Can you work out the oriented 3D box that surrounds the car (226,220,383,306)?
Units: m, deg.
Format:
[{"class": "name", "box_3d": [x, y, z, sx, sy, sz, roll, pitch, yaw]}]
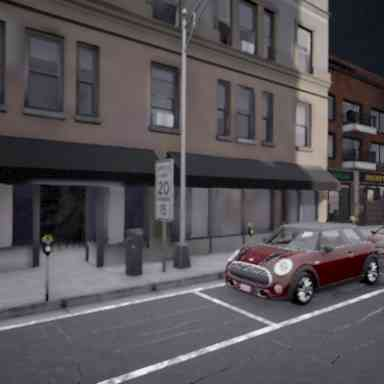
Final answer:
[{"class": "car", "box_3d": [2.755, 1.507, 8.150, 4.097, 1.590, 1.967, 1, 0, -35]}]
